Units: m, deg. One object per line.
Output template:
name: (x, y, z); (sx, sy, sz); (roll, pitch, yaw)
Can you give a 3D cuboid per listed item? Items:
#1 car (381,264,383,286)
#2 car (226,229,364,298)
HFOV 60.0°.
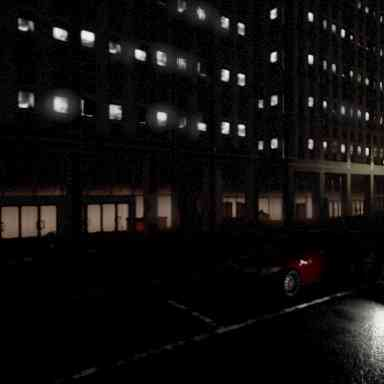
car: (6.371, 1.591, 7.916); (4.674, 1.442, 1.812); (0, 0, -35)
car: (2.798, 1.630, 8.560); (4.206, 1.307, 1.802); (0, -1, -35)
